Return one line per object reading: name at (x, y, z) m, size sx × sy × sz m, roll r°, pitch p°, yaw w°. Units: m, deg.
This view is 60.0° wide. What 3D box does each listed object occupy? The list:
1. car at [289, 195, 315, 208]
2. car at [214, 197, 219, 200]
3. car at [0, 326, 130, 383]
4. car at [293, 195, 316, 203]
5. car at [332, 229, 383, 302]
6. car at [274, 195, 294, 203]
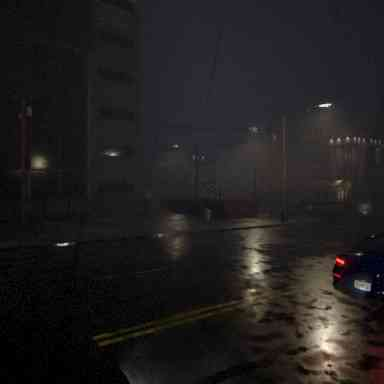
car at (15.141, 1.254, 45.967) m, size 4.553 × 1.767 × 2.185 m, roll 0°, pitch 0°, yaw -36°
car at (4.416, 1.575, 60.548) m, size 4.718 × 1.301 × 1.895 m, roll 0°, pitch 0°, yaw -36°
car at (-2.926, 1.548, 1.663) m, size 5.357 × 1.411 × 2.033 m, roll 0°, pitch 0°, yaw -35°
car at (22.065, 1.420, 65.023) m, size 4.674 × 1.452 × 2.002 m, roll 0°, pitch 0°, yaw -36°
car at (4.968, 1.526, 7.332) m, size 4.674 × 1.442 × 1.812 m, roll 0°, pitch 0°, yaw -35°
car at (19.162, 1.452, 69.026) m, size 3.806 × 1.475 × 1.970 m, roll 0°, pitch 0°, yaw -36°
